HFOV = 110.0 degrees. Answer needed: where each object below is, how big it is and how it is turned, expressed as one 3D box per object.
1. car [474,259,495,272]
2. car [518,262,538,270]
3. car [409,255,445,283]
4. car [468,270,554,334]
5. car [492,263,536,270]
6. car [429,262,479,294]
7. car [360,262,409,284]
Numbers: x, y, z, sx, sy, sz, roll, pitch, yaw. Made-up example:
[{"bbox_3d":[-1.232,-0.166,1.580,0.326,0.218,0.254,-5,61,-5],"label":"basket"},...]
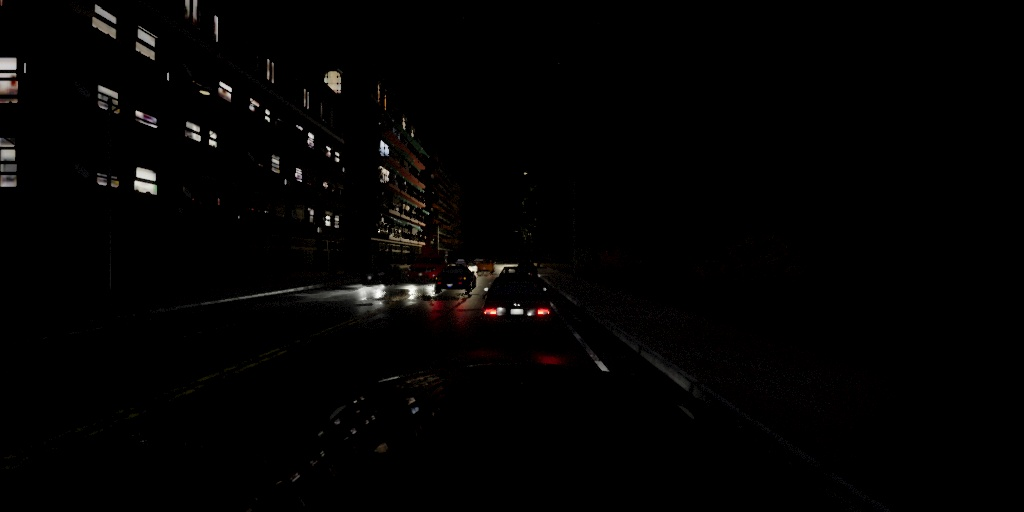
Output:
[{"bbox_3d":[-3.125,1.230,43.146,1.882,1.535,5.008,0,0,0],"label":"car"},{"bbox_3d":[1.155,1.258,30.702,1.837,1.490,4.892,0,0,0],"label":"car"},{"bbox_3d":[-6.584,0.974,28.528,2.150,2.045,5.566,0,0,0],"label":"car"},{"bbox_3d":[0.107,1.299,10.573,2.033,1.411,5.357,0,0,0],"label":"car"},{"bbox_3d":[0.111,1.300,20.935,2.033,1.411,5.357,0,0,0],"label":"car"},{"bbox_3d":[-3.140,1.278,20.363,1.812,1.442,4.674,0,0,0],"label":"car"},{"bbox_3d":[-9.836,1.244,27.228,2.128,1.511,4.902,0,0,0],"label":"car"}]
